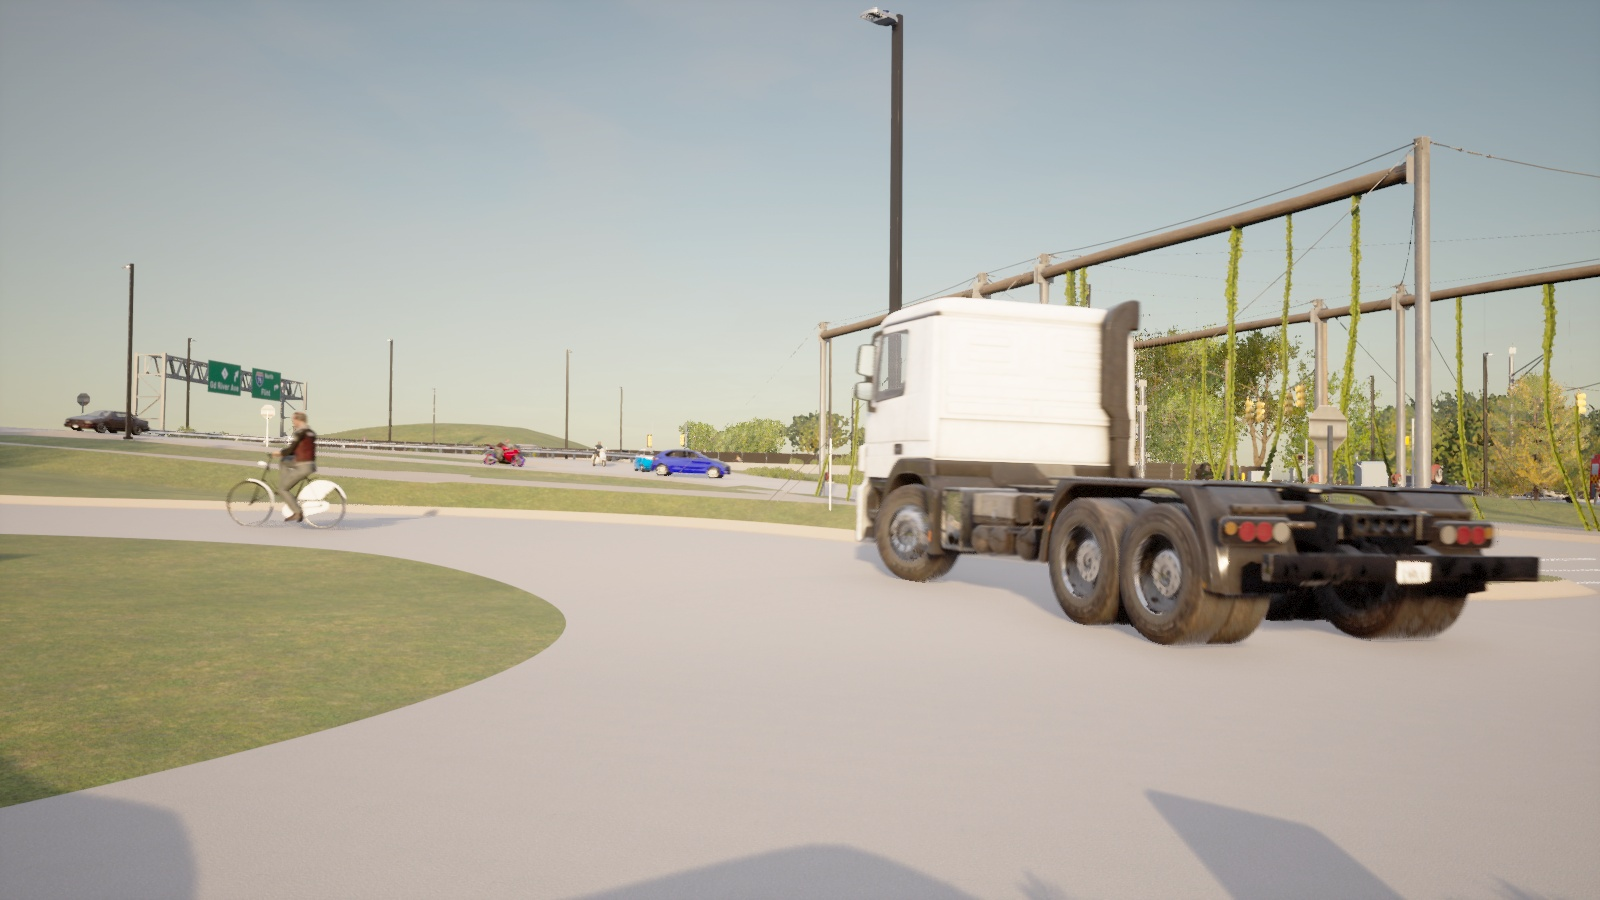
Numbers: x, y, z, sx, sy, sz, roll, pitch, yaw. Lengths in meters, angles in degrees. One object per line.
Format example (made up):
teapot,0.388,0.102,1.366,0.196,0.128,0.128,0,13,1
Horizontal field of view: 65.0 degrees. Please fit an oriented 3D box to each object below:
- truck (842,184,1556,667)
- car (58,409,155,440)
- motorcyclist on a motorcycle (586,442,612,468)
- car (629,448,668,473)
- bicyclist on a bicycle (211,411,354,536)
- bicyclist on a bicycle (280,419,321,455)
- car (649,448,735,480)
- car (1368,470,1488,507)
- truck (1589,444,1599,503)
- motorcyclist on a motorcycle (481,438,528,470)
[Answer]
truck,3.271,-0.135,13.216,2.891,3.462,7.936,2,-1,-19
car,-41.154,-1.490,74.655,2.033,1.411,5.357,4,-1,10
motorcyclist on a motorcycle,-12.732,0.308,79.544,0.866,1.590,1.817,1,1,-36
car,-8.912,0.637,73.596,1.481,1.376,2.207,1,1,-30
bicyclist on a bicycle,-7.718,0.336,18.759,1.843,1.776,0.659,2,0,5
bicyclist on a bicycle,-27.025,-0.712,67.975,1.843,1.776,0.659,4,-1,7
car,-5.690,0.758,66.270,4.193,1.474,1.816,3,-1,5
car,30.959,1.904,62.044,4.856,1.649,2.033,2,-1,4
truck,53.399,1.512,78.805,2.891,3.827,8.468,1,-1,4
motorcyclist on a motorcycle,-15.720,0.228,66.905,2.191,1.530,0.866,3,-1,5
